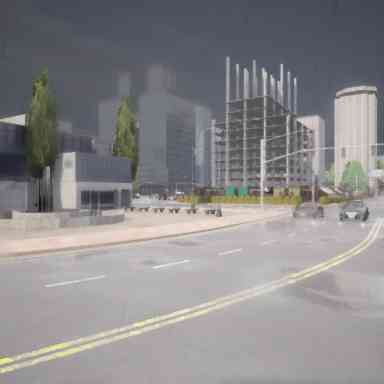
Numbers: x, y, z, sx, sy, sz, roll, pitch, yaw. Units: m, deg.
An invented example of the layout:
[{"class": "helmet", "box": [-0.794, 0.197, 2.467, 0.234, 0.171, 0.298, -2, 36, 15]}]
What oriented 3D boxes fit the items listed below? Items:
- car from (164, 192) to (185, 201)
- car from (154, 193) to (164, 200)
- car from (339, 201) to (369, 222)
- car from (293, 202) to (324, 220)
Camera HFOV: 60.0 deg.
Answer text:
[{"class": "car", "box": [-4.302, 1.391, 80.443, 1.970, 1.475, 3.806, 0, 0, 33]}, {"class": "car", "box": [-6.728, 1.152, 82.023, 1.905, 1.878, 3.866, 0, 0, 33]}, {"class": "car", "box": [13.007, 1.518, 26.575, 2.128, 1.511, 4.902, 0, 0, 31]}, {"class": "car", "box": [10.018, 1.558, 28.396, 1.812, 1.442, 4.674, 0, 0, 31]}]
